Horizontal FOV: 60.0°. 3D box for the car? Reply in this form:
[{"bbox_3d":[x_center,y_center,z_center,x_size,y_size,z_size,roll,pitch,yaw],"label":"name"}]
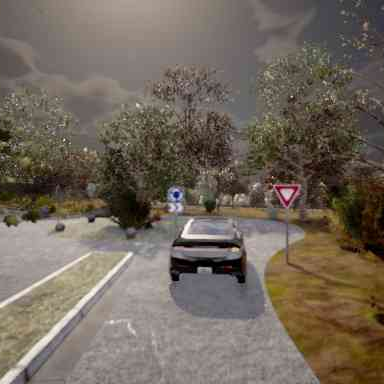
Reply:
[{"bbox_3d":[0.585,1.475,9.535,2.128,1.511,4.902,0,0,7],"label":"car"}]
